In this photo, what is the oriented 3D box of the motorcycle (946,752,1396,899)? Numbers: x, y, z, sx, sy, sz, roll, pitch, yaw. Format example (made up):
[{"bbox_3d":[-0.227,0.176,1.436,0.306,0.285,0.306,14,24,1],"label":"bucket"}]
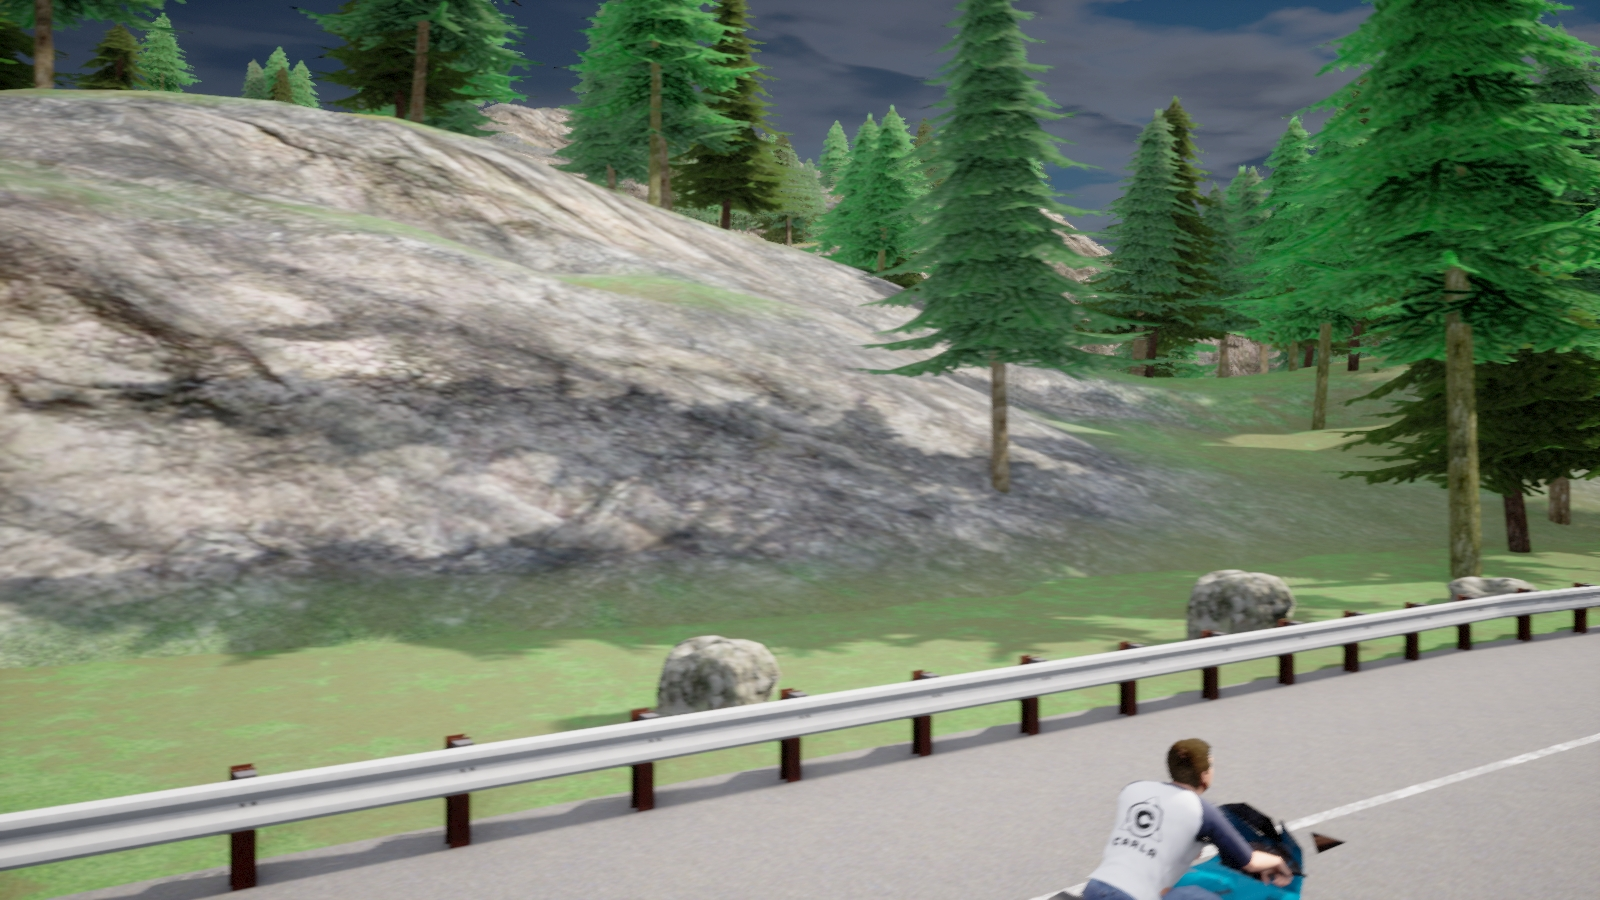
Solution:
[{"bbox_3d":[1.679,2.176,5.027,2.033,1.217,0.803,0,0,-34],"label":"motorcycle"}]
